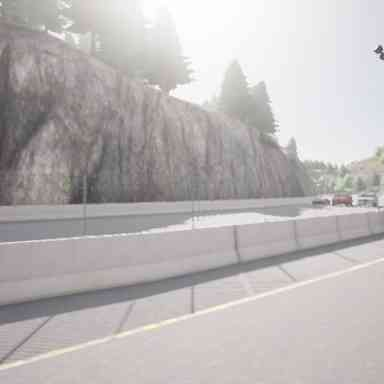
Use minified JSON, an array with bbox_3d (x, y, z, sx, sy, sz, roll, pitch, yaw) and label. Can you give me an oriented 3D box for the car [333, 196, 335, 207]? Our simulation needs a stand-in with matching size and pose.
[{"bbox_3d":[23.404,1.198,51.544,2.150,2.045,5.566,0,0,38],"label":"car"}]
